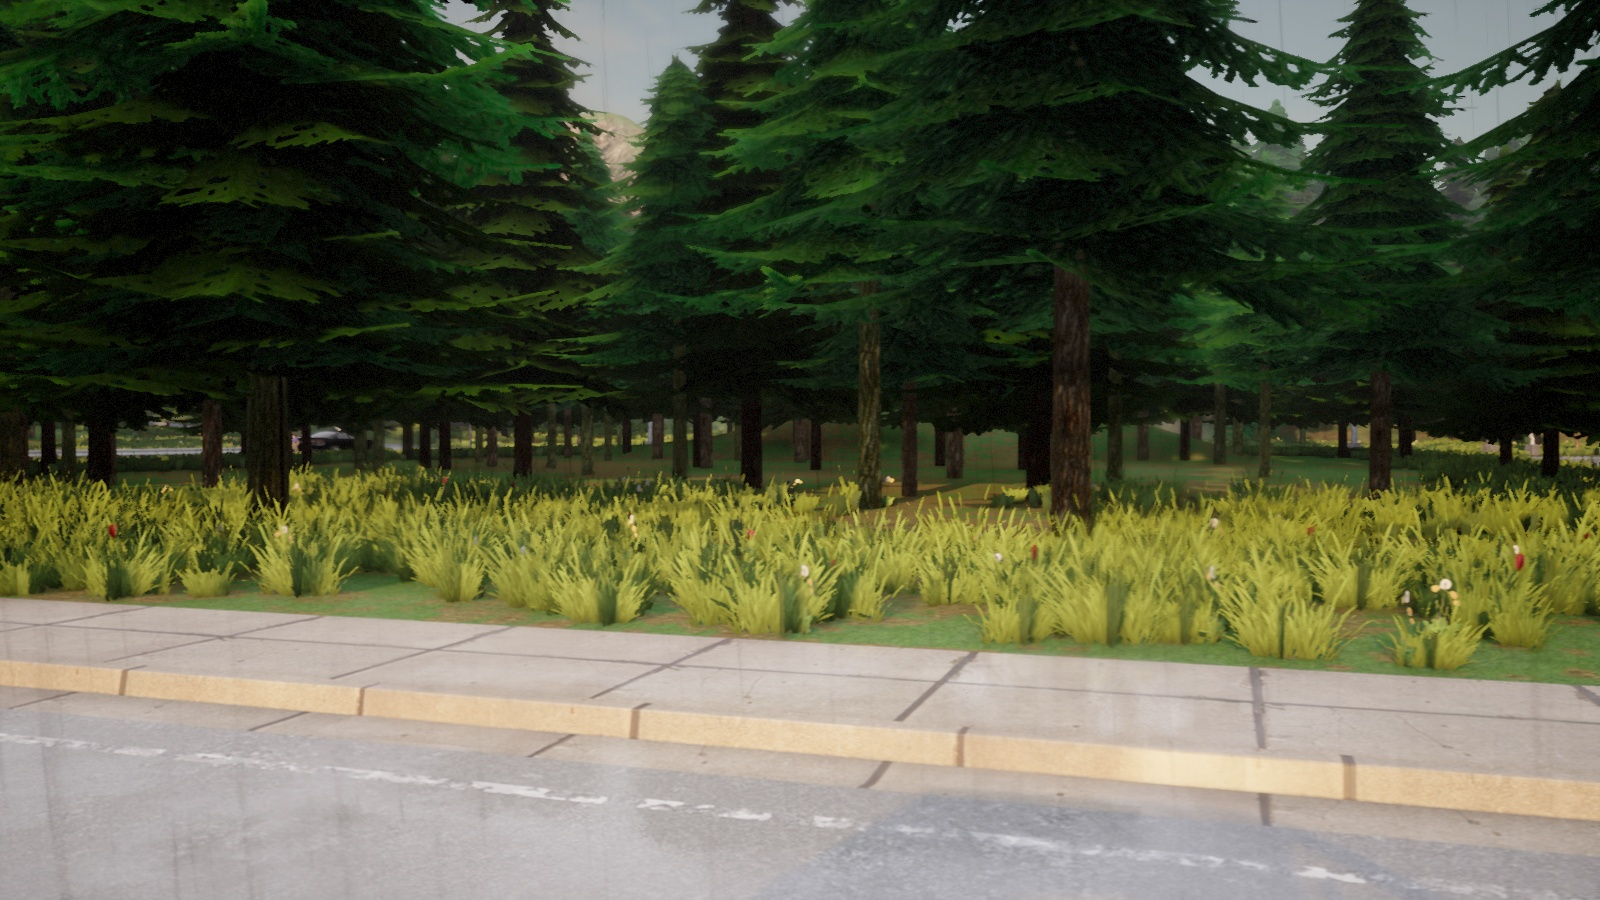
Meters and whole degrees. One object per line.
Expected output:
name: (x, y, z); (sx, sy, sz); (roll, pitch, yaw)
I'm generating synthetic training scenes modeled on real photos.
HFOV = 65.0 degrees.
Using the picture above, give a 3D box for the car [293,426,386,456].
car: (-24.509, -0.487, 67.027); (1.882, 1.535, 5.008); (1, 1, 20)
